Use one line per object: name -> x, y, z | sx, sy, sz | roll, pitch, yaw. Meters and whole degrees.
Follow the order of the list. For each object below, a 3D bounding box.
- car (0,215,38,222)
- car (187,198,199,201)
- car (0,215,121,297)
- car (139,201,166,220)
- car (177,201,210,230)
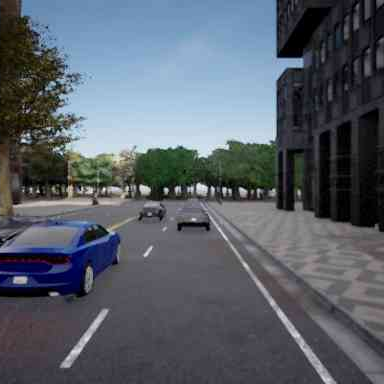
car -> -6.601, 1.572, 12.602 | 1.895, 1.301, 4.718 | 0, 0, 0
car -> 0.091, 1.436, 38.241 | 2.033, 1.411, 5.357 | 0, 0, 0
car -> -3.152, 1.458, 8.577 | 1.882, 1.535, 5.008 | 0, 0, 0
car -> -3.142, 1.460, 27.027 | 1.812, 1.442, 4.674 | 0, 0, 0
car -> 0.096, 1.516, 20.810 | 1.994, 1.385, 4.181 | 0, 0, 0
